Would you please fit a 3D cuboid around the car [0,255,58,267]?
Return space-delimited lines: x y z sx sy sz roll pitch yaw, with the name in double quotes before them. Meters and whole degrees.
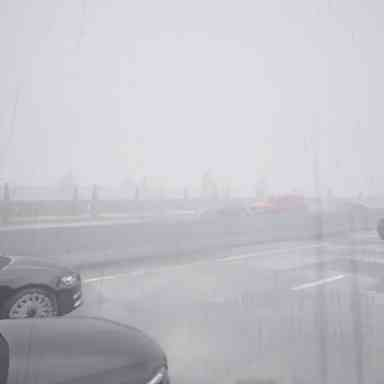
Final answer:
"car" -4.219 1.492 5.037 4.902 1.511 2.128 0 0 -35

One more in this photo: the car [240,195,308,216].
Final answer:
"car" 6.694 1.223 25.883 5.566 2.045 2.150 0 0 -35

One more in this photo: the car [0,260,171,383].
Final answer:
"car" -2.310 1.526 2.098 4.674 1.442 1.812 0 0 -35

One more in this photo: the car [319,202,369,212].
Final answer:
"car" 11.468 1.493 24.878 4.902 1.511 2.128 0 0 -34

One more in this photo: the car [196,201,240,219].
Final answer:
"car" 2.533 1.493 27.218 4.902 1.511 2.128 0 0 -35

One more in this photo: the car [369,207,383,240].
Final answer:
"car" 10.571 1.506 15.577 4.892 1.490 1.837 0 0 -35
